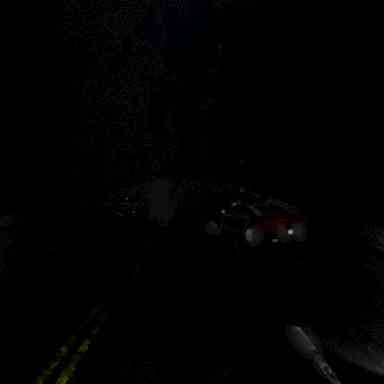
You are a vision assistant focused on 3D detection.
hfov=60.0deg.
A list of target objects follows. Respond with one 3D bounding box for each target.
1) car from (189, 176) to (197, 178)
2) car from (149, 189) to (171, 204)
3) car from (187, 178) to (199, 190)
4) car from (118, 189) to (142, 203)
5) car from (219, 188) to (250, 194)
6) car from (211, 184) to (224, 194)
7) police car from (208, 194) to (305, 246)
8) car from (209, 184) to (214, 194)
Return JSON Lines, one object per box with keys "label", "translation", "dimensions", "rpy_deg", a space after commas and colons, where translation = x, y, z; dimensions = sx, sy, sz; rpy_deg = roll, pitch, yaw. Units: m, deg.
{"label": "car", "translation": [0.190, -2.786, 77.483], "dimensions": [2.150, 2.045, 5.566], "rpy_deg": [0, 4, 0]}
{"label": "car", "translation": [-3.264, 0.435, 34.397], "dimensions": [1.895, 1.301, 4.718], "rpy_deg": [0, 3, 0]}
{"label": "car", "translation": [0.139, -1.070, 56.015], "dimensions": [1.812, 1.442, 4.674], "rpy_deg": [0, 4, 0]}
{"label": "car", "translation": [-6.510, 0.346, 35.301], "dimensions": [1.994, 1.385, 4.181], "rpy_deg": [0, 3, 0]}
{"label": "car", "translation": [3.308, 0.803, 23.405], "dimensions": [2.033, 1.649, 4.856], "rpy_deg": [0, 2, 0]}
{"label": "car", "translation": [3.334, 0.310, 34.382], "dimensions": [1.882, 1.535, 5.008], "rpy_deg": [0, 3, 0]}
{"label": "police car", "translation": [2.402, 1.114, 13.910], "dimensions": [1.930, 1.638, 5.238], "rpy_deg": [0, 2, -23]}
{"label": "car", "translation": [3.361, -0.373, 45.359], "dimensions": [1.837, 1.490, 4.892], "rpy_deg": [0, 4, 0]}
